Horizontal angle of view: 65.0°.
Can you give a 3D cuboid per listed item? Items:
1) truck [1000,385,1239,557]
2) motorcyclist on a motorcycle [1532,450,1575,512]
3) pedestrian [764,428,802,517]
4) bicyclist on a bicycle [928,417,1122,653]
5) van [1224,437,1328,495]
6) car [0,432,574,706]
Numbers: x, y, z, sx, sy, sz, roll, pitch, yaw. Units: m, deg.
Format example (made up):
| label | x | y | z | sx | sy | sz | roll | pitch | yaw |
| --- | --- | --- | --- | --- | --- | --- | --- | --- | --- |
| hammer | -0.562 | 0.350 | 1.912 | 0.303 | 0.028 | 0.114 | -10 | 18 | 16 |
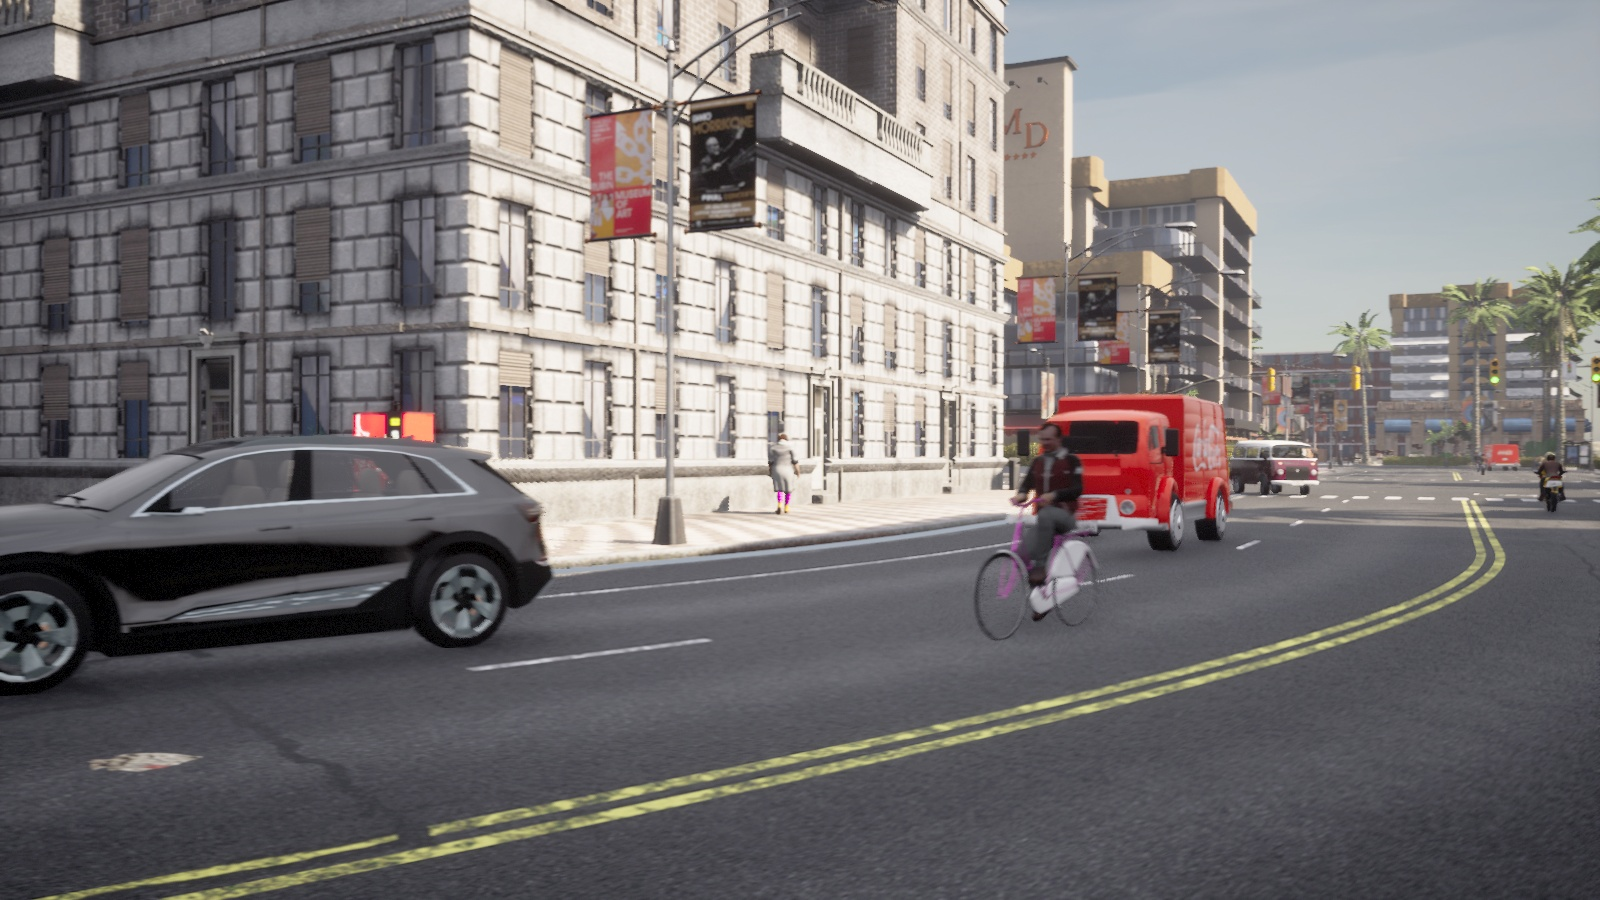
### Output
| label | x | y | z | sx | sy | sz | roll | pitch | yaw |
| --- | --- | --- | --- | --- | --- | --- | --- | --- | --- |
| truck | 5.492 | 0.311 | 20.963 | 2.627 | 2.467 | 5.204 | 0 | 0 | 29 |
| motorcyclist on a motorcycle | 19.340 | 0.779 | 32.269 | 0.797 | 1.523 | 2.044 | 0 | -1 | 27 |
| pedestrian | -0.372 | 0.492 | 27.910 | 0.659 | 1.952 | 0.873 | 0 | 0 | 12 |
| bicyclist on a bicycle | 1.886 | 0.644 | 10.324 | 0.659 | 1.776 | 1.843 | -1 | -1 | 43 |
| van | 17.620 | 0.571 | 46.730 | 2.069 | 2.038 | 4.480 | 1 | 0 | -2 |
| car | -4.322 | 0.717 | 9.306 | 4.856 | 1.649 | 2.033 | 0 | 0 | -41 |
